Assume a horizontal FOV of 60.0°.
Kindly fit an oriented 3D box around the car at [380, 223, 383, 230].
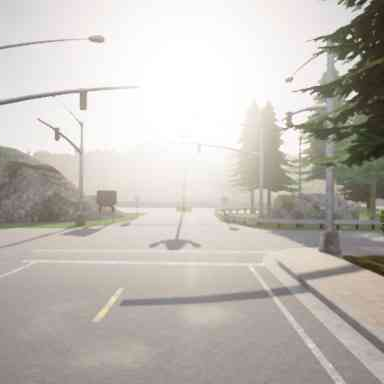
[{"bbox_3d":[15.070,2.055,21.298,5.357,1.411,2.033,0,-1,-2],"label":"car"}]
